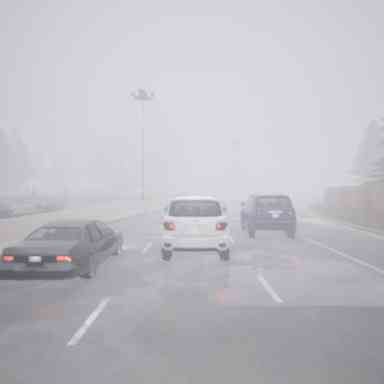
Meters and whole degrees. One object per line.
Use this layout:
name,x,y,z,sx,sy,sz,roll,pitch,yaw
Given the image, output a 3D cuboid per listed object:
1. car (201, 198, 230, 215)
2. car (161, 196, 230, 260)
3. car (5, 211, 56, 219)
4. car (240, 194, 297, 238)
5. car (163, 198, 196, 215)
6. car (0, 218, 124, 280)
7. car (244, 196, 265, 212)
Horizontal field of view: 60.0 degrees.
car,2.452,1.334,33.114,2.033,1.411,5.357,0,0,13
car,0.134,1.142,12.285,2.150,2.045,5.566,0,0,1
car,-10.034,1.422,21.997,1.994,1.385,4.181,0,0,5
car,3.795,1.110,17.240,2.150,2.045,5.566,0,0,3
car,-1.138,1.335,33.043,2.033,1.411,5.357,0,0,12
car,-3.397,1.484,9.723,2.033,1.411,5.357,0,0,0
car,6.794,1.274,35.830,1.837,1.490,4.892,0,0,14
